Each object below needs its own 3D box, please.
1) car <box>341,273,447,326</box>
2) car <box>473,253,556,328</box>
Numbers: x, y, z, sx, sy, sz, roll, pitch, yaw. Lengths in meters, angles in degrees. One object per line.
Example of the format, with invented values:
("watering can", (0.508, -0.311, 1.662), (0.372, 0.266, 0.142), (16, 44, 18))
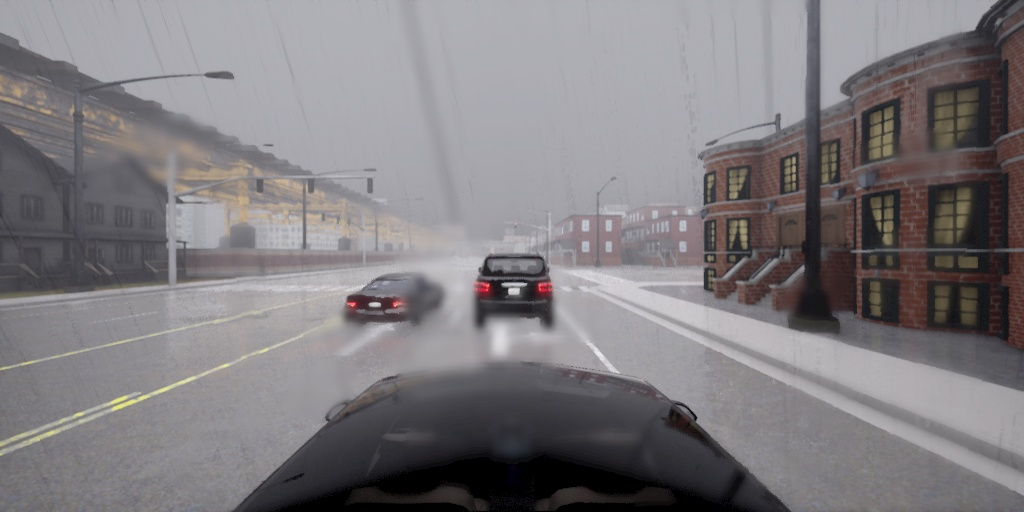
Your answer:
("car", (-3.417, 1.253, 11.443), (2.033, 1.411, 5.357), (0, 0, 0))
("car", (0.077, 0.928, 11.270), (2.150, 2.045, 5.566), (0, 0, 0))
